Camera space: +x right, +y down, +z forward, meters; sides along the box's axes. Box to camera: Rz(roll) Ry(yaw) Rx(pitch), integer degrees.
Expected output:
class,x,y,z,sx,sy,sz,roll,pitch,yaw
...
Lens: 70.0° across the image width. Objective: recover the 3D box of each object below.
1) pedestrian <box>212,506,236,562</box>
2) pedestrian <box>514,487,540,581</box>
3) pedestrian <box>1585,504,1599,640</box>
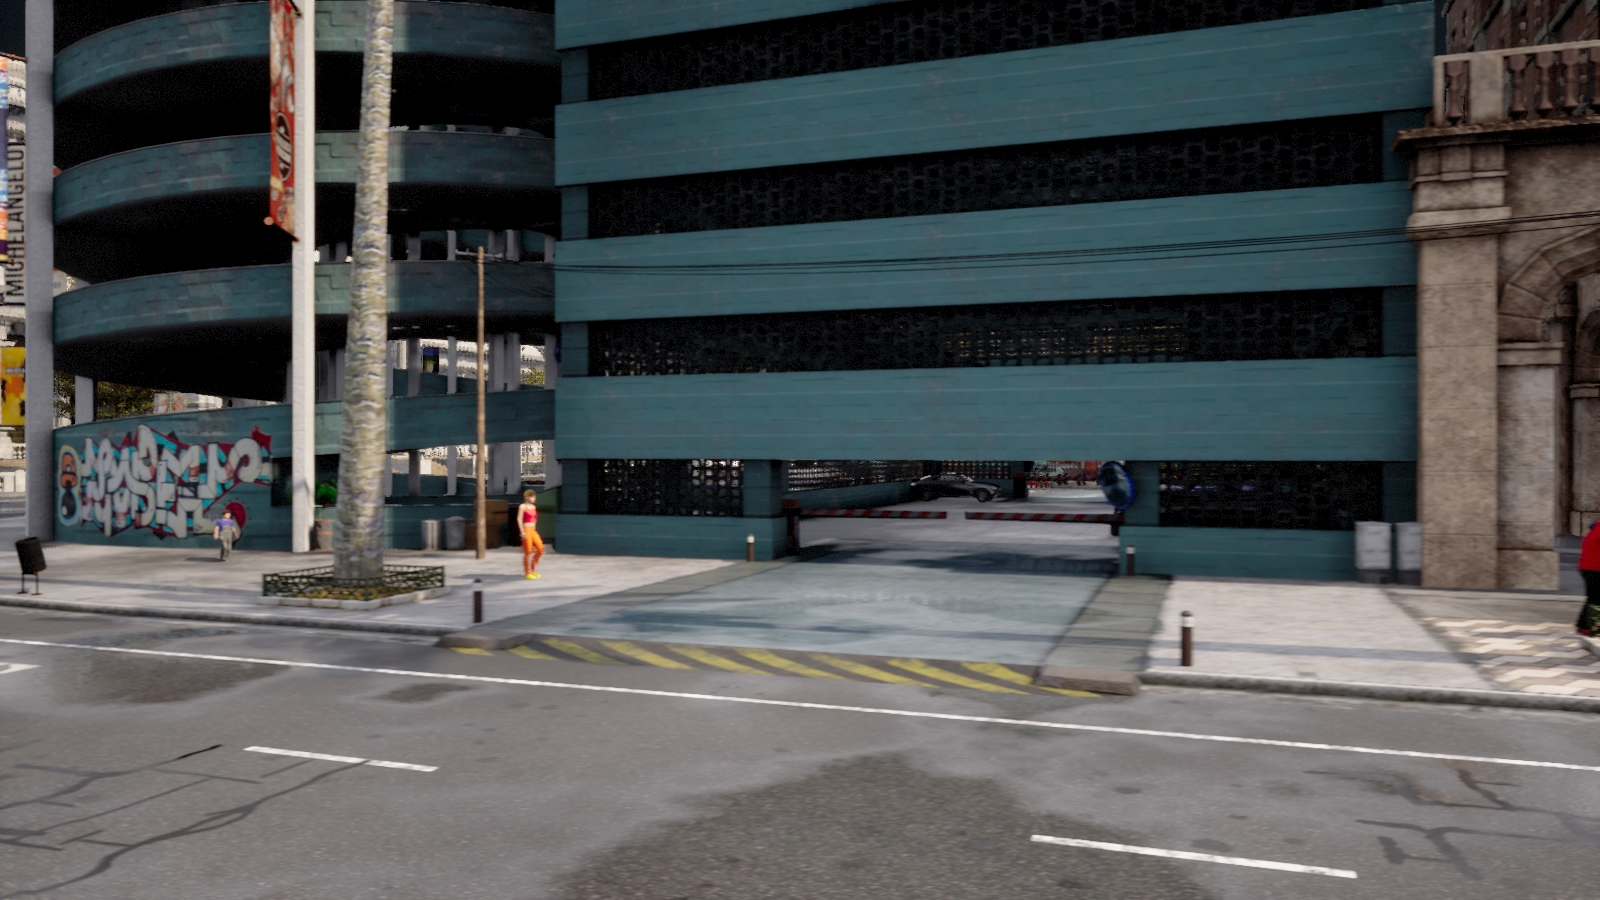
class,x,y,z,sx,sy,sz,roll,pitch,yaw
pedestrian,-13.583,1.977,26.955,0.375,1.300,0.375,0,0,34
pedestrian,-5.550,1.697,23.244,0.375,1.860,0.375,0,0,25
pedestrian,11.241,1.699,15.966,0.375,1.860,0.375,0,0,24
